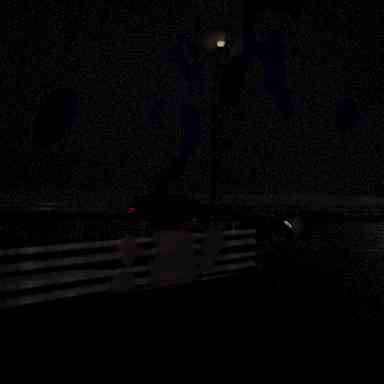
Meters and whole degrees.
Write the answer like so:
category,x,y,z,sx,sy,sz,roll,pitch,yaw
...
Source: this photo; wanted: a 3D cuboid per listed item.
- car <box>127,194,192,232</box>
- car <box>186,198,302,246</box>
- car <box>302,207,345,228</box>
category,x,y,z,sx,sy,sz,roll,pitch,yaw
car,-0.743,1.141,18.183,5.566,2.045,2.150,1,1,1
car,2.134,1.320,14.684,4.553,1.767,2.097,1,0,0
car,7.353,1.608,21.725,4.718,1.301,1.895,1,0,-2
